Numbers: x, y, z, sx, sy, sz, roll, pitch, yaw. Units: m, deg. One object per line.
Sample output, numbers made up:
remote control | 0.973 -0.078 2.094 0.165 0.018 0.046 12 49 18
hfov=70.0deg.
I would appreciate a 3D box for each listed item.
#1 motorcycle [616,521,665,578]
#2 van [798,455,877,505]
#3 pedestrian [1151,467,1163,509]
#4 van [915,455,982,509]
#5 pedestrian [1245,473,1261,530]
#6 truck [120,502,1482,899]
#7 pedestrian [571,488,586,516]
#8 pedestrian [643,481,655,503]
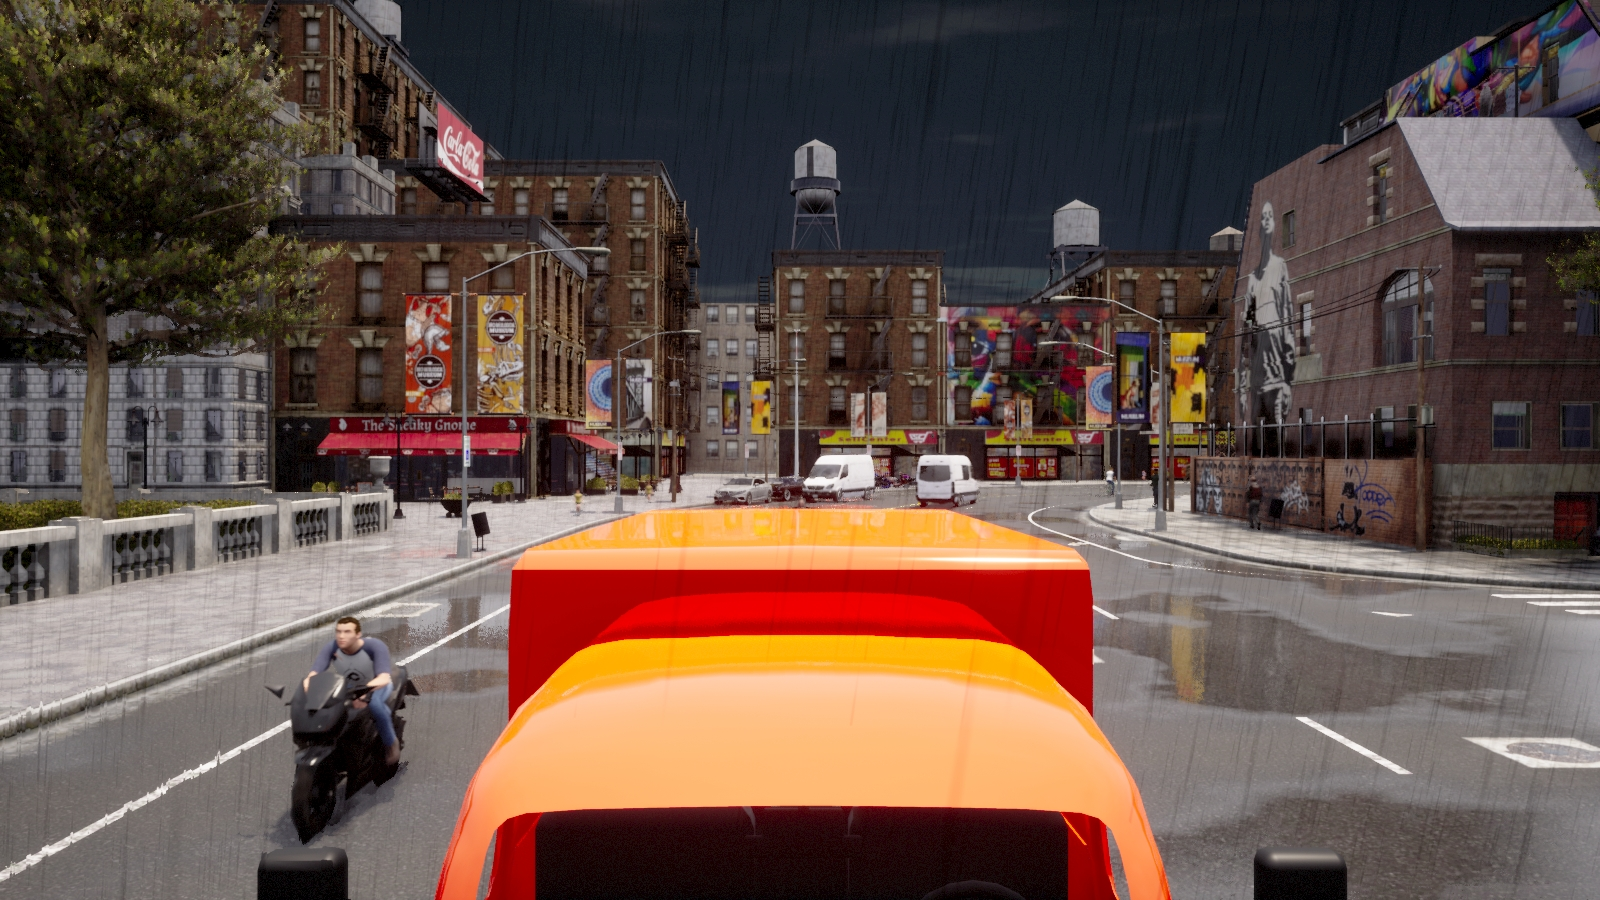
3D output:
motorcycle | -3.587 2.224 25.842 0.803 1.145 2.033 0 0 0
van | 2.120 1.558 62.523 1.988 2.561 5.915 0 0 27
pedestrian | 16.088 1.716 51.455 0.375 1.860 0.375 0 0 -32
van | 7.584 1.557 57.851 1.988 2.561 5.915 0 0 22
pedestrian | 15.058 1.711 37.951 0.375 1.860 0.375 0 0 0
truck | -0.002 1.571 4.805 2.627 2.467 5.204 0 0 0
pedestrian | -8.893 2.094 45.927 0.500 1.100 0.500 0 0 2
pedestrian | -7.562 2.098 57.169 0.500 1.100 0.500 0 0 7
